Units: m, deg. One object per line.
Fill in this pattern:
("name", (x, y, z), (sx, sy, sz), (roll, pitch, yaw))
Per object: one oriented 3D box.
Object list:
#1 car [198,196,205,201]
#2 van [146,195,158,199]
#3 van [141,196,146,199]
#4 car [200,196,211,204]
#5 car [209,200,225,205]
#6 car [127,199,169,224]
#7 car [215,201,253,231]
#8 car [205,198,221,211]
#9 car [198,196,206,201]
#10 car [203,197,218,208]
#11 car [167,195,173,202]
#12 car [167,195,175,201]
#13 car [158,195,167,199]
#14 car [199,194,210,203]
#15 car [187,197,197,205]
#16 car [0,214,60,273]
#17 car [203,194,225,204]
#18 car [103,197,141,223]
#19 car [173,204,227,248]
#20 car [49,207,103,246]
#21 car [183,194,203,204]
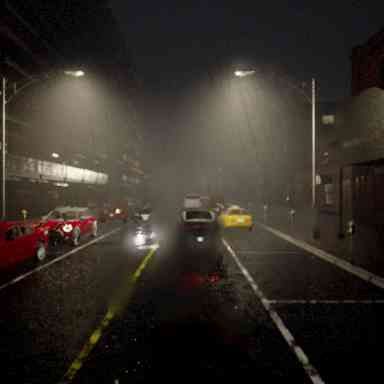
("car", (2.625, 1.715, 92.557), (2.008, 1.369, 4.403), (0, 0, 0))
("van", (-5.718, 1.386, 42.699), (1.690, 1.788, 3.998), (0, 0, 0))
("van", (-5.710, 1.369, 31.622), (1.690, 1.788, 3.998), (0, 0, 0))
("car", (2.646, 1.528, 64.863), (1.967, 1.590, 4.097), (0, 0, 0))
("car", (2.674, 1.571, 26.088), (2.008, 1.369, 4.403), (0, 0, 0))
("car", (-3.116, 1.511, 24.757), (2.128, 1.511, 4.902), (0, 0, 0))
("car", (2.678, 1.540, 20.719), (1.752, 1.417, 4.829), (0, 0, 0))
("car", (2.662, 1.570, 42.875), (1.752, 1.417, 4.829), (0, 0, 0))
("car", (2.629, 1.711, 87.019), (1.947, 1.339, 4.313), (0, 0, 0))
("car", (2.658, 1.495, 48.245), (1.967, 1.590, 4.097), (0, 0, 0))
("car", (-5.739, 1.666, 70.397), (1.947, 1.339, 4.313), (0, 0, 0))
("car", (-5.756, 1.605, 92.552), (1.967, 1.590, 4.097), (0, 0, 0))
("car", (-5.726, 1.381, 53.778), (2.192, 1.841, 5.009), (0, 0, 0))
("car", (2.642, 1.415, 70.404), (2.192, 1.841, 5.009), (0, 0, 0))
("car", (0.057, 1.608, 62.057), (1.812, 1.442, 4.674), (0, 0, 0))
("car", (-5.694, 1.551, 9.464), (1.887, 1.381, 4.507), (0, 0, 0))
("car", (2.667, 1.350, 37.166), (2.192, 1.841, 5.009), (0, 0, 0))
("car", (-5.706, 1.336, 26.082), (2.192, 1.841, 5.009), (0, 0, 0))
("car", (0.208, 1.515, 14.911), (1.837, 1.490, 4.892), (0, 0, -3))
("car", (-5.698, 1.450, 15.002), (1.967, 1.590, 4.097), (0, 0, 0))
("car", (0.073, 1.263, 40.519), (2.150, 2.045, 5.566), (0, 0, 0))
